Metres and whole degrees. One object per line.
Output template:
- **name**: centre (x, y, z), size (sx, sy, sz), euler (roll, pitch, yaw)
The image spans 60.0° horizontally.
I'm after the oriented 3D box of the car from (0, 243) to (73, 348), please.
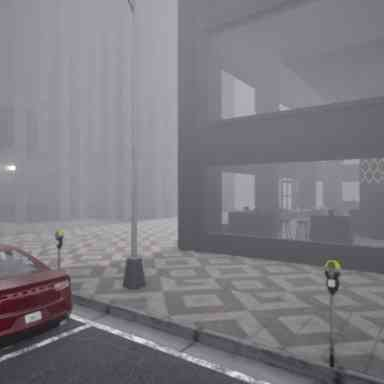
- **car**: centre (-3.961, 1.568, 5.807), size (4.507, 1.381, 1.887), euler (0, 0, 36)
